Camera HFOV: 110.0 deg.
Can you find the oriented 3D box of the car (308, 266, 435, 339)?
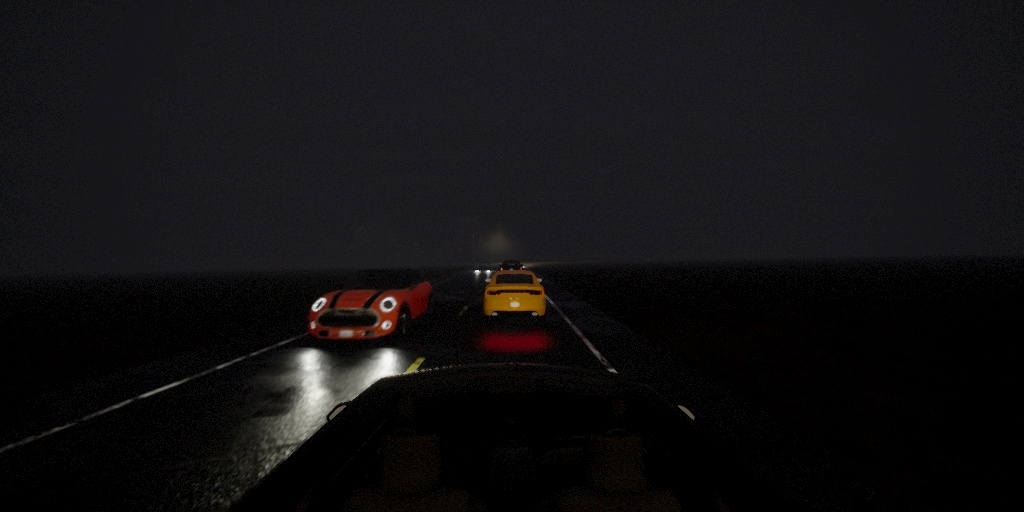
[{"bbox_3d":[-3.621,1.104,10.064,2.097,1.767,4.553,0,0,0],"label":"car"}]

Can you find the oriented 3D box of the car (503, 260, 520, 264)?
[{"bbox_3d":[-0.064,1.113,30.803,2.097,1.767,4.553,0,0,-1],"label":"car"}]

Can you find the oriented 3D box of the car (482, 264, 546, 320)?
[{"bbox_3d":[0.071,1.230,12.680,1.882,1.535,5.008,0,0,0],"label":"car"}]

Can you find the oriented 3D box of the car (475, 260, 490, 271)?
[{"bbox_3d":[-4.017,1.307,50.387,1.812,1.442,4.674,0,0,-1],"label":"car"}]
